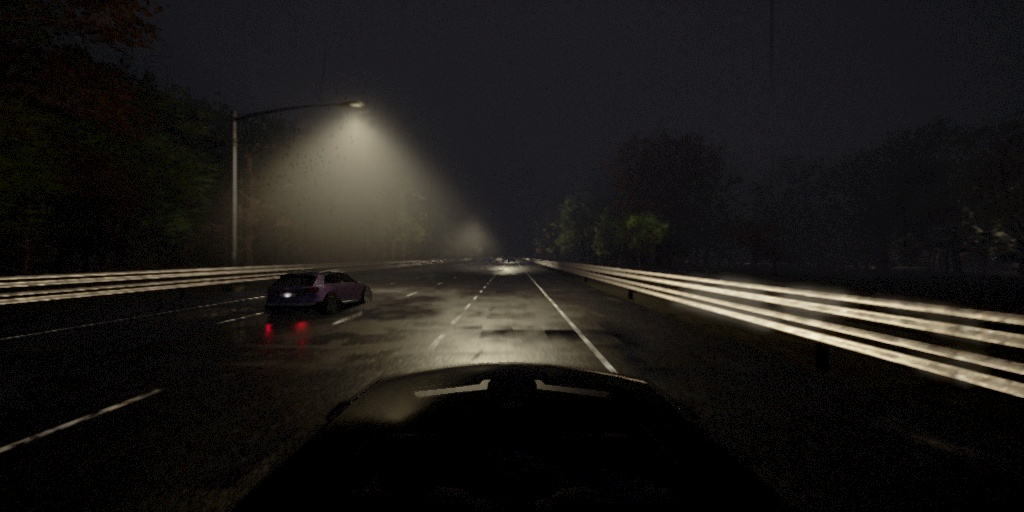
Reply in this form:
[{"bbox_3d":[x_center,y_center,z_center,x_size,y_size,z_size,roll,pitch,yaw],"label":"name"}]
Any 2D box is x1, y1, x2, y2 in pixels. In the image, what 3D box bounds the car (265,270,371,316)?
[{"bbox_3d":[-7.003,1.317,13.442,2.033,1.649,4.856,0,-1,0],"label":"car"}]
